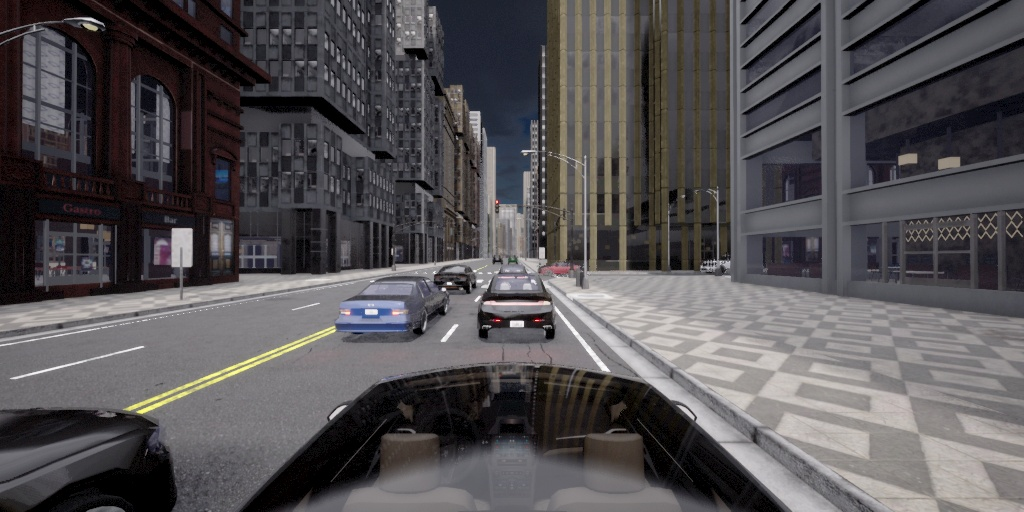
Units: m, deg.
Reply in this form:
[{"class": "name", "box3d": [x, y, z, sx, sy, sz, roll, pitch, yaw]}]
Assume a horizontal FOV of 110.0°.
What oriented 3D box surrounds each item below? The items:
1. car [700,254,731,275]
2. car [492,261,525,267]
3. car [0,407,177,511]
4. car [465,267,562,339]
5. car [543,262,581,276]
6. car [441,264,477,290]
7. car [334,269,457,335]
[{"class": "car", "box3d": [21.936, 0.823, 35.841, 5.566, 2.045, 2.150, 0, 0, 0]}, {"class": "car", "box3d": [0.042, 1.225, 19.512, 2.128, 1.511, 4.902, 0, 0, 0]}, {"class": "car", "box3d": [-3.151, 1.241, 0.357, 2.128, 1.511, 4.902, 0, 0, 0]}, {"class": "car", "box3d": [0.119, 1.238, 10.082, 2.128, 1.511, 4.902, 0, 0, 0]}, {"class": "car", "box3d": [4.662, 1.247, 35.396, 4.181, 1.385, 1.994, 0, 0, -5]}, {"class": "car", "box3d": [-3.104, 1.210, 20.271, 1.882, 1.535, 5.008, 0, 0, 0]}, {"class": "car", "box3d": [-3.130, 1.293, 10.502, 2.033, 1.411, 5.357, 0, 0, 0]}]
